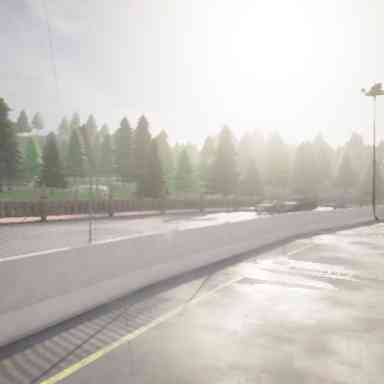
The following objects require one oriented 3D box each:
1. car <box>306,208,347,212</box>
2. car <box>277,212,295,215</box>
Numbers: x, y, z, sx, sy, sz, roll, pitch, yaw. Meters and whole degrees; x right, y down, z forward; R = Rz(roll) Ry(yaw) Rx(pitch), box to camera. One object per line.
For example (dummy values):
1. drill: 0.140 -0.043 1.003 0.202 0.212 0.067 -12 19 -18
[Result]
1. car: 13.115 1.767 31.256 5.357 1.411 2.033 1 0 -43
2. car: 10.638 1.422 33.742 5.566 2.045 2.150 1 0 -43
